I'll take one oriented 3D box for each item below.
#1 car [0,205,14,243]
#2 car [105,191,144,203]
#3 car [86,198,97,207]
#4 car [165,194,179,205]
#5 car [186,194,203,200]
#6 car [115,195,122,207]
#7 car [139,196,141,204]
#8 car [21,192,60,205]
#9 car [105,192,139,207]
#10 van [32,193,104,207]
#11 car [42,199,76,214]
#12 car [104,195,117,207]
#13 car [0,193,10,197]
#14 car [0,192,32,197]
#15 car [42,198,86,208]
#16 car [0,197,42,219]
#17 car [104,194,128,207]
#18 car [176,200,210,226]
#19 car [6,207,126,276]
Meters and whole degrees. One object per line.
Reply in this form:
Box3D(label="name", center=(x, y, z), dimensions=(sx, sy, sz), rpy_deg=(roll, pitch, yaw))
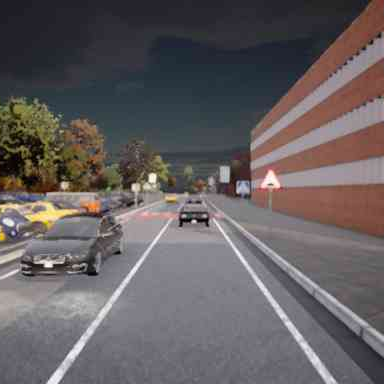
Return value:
Box3D(label="car", center=(-9.524, 1.384, 11.599), dimensions=(5.366, 1.575, 1.946), rpy_deg=(0, 1, 0))
Box3D(label="car", center=(-9.364, 0.827, 45.505), dimensions=(5.566, 2.045, 2.435), rpy_deg=(0, 1, 0))
Box3D(label="car", center=(-9.354, 1.328, 22.902), dimensions=(4.674, 1.452, 2.002), rpy_deg=(0, 1, 0))
Box3D(label="car", center=(-3.079, 1.098, 51.394), dimensions=(1.882, 1.535, 5.008), rpy_deg=(0, 1, 1))
Box3D(label="car", center=(0.263, 1.053, 41.730), dimensions=(2.097, 1.767, 4.553), rpy_deg=(0, 0, 0))
Box3D(label="car", center=(-9.373, 1.253, 31.379), dimensions=(4.674, 1.452, 2.002), rpy_deg=(0, 1, 0))
Box3D(label="car", center=(-9.385, 1.147, 42.683), dimensions=(4.674, 1.452, 2.002), rpy_deg=(0, 1, 0))
Box3D(label="car", center=(-21.907, 0.917, 48.229), dimensions=(4.553, 1.767, 2.185), rpy_deg=(0, 0, 0))
Box3D(label="car", center=(-9.378, 1.136, 39.855), dimensions=(5.008, 1.535, 2.097), rpy_deg=(0, 1, 0))
Box3D(label="van", center=(-9.478, 1.037, 25.725), dimensions=(4.442, 1.987, 1.878), rpy_deg=(0, 1, 0))
Box3D(label="car", center=(-9.162, 1.335, 17.251), dimensions=(5.366, 1.575, 1.946), rpy_deg=(0, 0, 0))
Box3D(label="car", center=(-9.336, 1.268, 28.553), dimensions=(4.792, 1.488, 2.163), rpy_deg=(0, 0, 0))
Box3D(label="car", center=(-21.939, 1.189, 34.104), dimensions=(4.892, 1.521, 2.231), rpy_deg=(0, 1, 0))
Box3D(label="car", center=(-21.962, 1.137, 39.751), dimensions=(4.892, 1.521, 2.231), rpy_deg=(0, 1, 0))
Box3D(label="car", center=(-9.537, 1.310, 20.076), dimensions=(5.366, 1.575, 1.946), rpy_deg=(0, 1, 0))
Box3D(label="car", center=(-9.374, 1.237, 14.424), dimensions=(4.553, 1.767, 2.185), rpy_deg=(0, 1, 0))
Box3D(label="car", center=(-9.372, 1.228, 34.205), dimensions=(4.674, 1.452, 2.002), rpy_deg=(0, 1, 0))
Box3D(label="car", center=(0.142, 1.450, 21.992), dimensions=(1.895, 1.301, 4.718), rpy_deg=(0, 0, 0))
Box3D(label="car", center=(-3.341, 1.443, 10.179), dimensions=(1.837, 1.490, 4.892), rpy_deg=(0, 0, 0))
